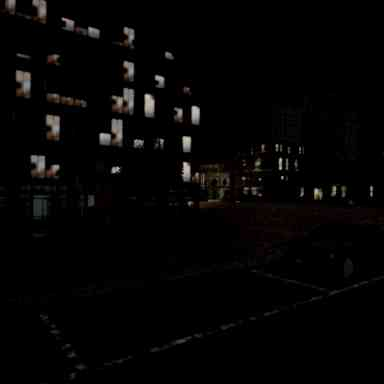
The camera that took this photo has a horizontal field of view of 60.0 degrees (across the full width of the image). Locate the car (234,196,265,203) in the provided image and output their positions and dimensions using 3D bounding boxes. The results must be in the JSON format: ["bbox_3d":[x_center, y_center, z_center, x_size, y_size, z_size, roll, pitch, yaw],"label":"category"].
[{"bbox_3d":[11.203,1.437,64.950,2.128,1.511,4.902,1,-1,-34],"label":"car"}]

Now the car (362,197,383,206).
[{"bbox_3d":[28.220,1.465,50.631,1.947,1.339,4.313,0,0,-35],"label":"car"}]

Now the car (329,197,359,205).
[{"bbox_3d":[25.100,1.507,55.136,1.802,1.307,4.206,0,0,-35],"label":"car"}]

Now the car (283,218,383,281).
[{"bbox_3d":[4.576,1.500,9.766,4.507,1.381,1.887,0,1,-35],"label":"car"}]

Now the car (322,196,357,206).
[{"bbox_3d":[20.515,1.266,46.585,1.967,1.590,4.097,0,0,-35],"label":"car"}]

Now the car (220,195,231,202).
[{"bbox_3d":[8.553,1.500,78.813,1.967,1.590,4.097,0,0,-35],"label":"car"}]

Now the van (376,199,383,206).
[{"bbox_3d":[9.174,1.269,13.040,3.998,1.788,1.690,0,1,-35],"label":"van"}]

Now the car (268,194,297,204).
[{"bbox_3d":[18.100,1.297,65.171,2.192,1.841,5.009,0,0,-35],"label":"car"}]

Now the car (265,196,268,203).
[{"bbox_3d":[14.913,1.448,69.716,1.967,1.590,4.097,0,0,-35],"label":"car"}]

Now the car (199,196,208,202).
[{"bbox_3d":[1.760,1.509,73.901,1.752,1.417,4.829,0,0,-35],"label":"car"}]
